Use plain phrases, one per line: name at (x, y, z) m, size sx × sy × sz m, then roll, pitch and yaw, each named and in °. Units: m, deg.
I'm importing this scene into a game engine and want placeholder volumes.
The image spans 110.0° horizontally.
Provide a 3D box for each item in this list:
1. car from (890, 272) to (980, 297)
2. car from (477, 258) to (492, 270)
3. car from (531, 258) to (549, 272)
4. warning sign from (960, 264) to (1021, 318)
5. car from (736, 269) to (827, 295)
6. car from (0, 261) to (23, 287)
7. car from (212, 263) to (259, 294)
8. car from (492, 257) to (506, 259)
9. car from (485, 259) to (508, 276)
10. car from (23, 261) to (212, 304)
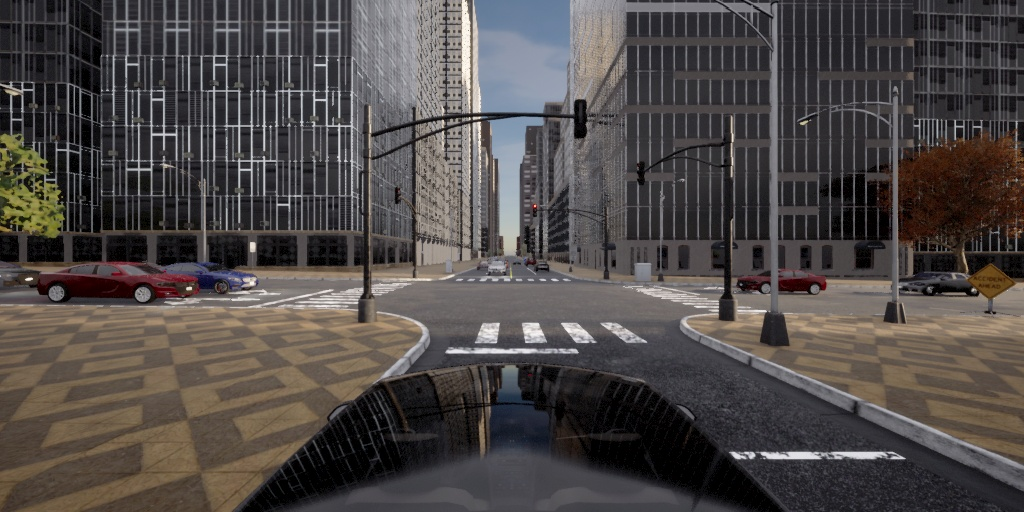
car at (27.064, 1.753, 22.870) m, size 4.902 × 1.511 × 2.128 m, roll 1°, pitch 0°, yaw -3°
car at (-4.113, 1.343, 52.197) m, size 1.802 × 1.307 × 4.207 m, roll 0°, pitch 0°, yaw 0°
car at (3.850, 1.329, 46.719) m, size 1.948 × 1.339 × 4.313 m, roll 0°, pitch 0°, yaw 0°
warning sign at (17.258, 1.204, 12.940) m, size 1.060 × 1.860 × 1.300 m, roll 0°, pitch 0°, yaw -3°
car at (16.720, 1.554, 22.374) m, size 5.008 × 1.535 × 1.882 m, roll 1°, pitch 0°, yaw -3°
car at (-24.901, 0.882, 16.920) m, size 4.181 × 1.385 × 1.994 m, roll 1°, pitch 0°, yaw -3°
car at (-14.975, 1.026, 17.396) m, size 4.674 × 1.442 × 1.812 m, roll 1°, pitch 0°, yaw -1°
car at (-1.672, 1.109, 58.561) m, size 2.097 × 1.767 × 4.553 m, roll 0°, pitch 0°, yaw -1°
car at (-1.560, 1.293, 38.321) m, size 1.812 × 1.442 × 4.674 m, roll 0°, pitch 0°, yaw 0°
car at (-15.286, 0.973, 14.124) m, size 5.008 × 1.535 × 1.882 m, roll 1°, pitch 0°, yaw -2°
